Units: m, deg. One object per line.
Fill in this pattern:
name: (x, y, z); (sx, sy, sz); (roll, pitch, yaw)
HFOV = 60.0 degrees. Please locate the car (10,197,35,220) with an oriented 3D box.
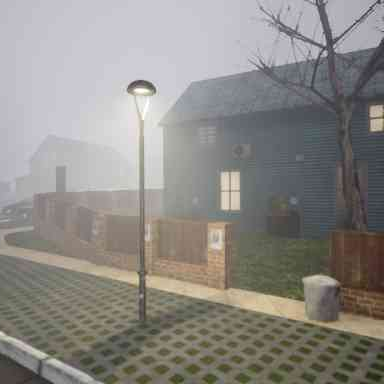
car: (-8.835, 1.052, 21.680); (1.895, 1.301, 4.718); (-1, 1, 30)

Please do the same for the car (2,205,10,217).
car: (-11.088, 1.035, 23.663); (1.994, 1.385, 4.181); (-1, 1, 30)
